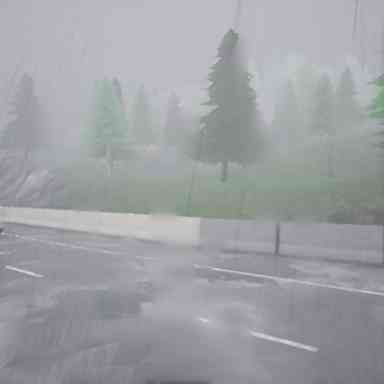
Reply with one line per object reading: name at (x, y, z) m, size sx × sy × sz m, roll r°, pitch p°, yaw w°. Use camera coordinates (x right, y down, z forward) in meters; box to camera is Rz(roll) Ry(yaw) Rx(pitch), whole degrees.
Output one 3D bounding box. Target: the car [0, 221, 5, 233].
car at (-12.027, 1.763, 18.084) m, size 4.718 × 1.301 × 1.895 m, roll -1°, pitch 0°, yaw 41°
